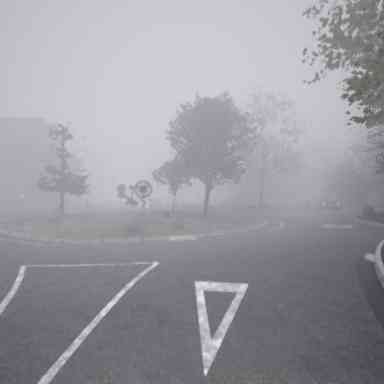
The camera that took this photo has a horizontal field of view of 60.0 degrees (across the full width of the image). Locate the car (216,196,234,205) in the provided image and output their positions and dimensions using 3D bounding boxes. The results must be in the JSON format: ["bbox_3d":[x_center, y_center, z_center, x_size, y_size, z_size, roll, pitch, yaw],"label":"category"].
[{"bbox_3d":[6.666,2.117,68.216,1.895,1.301,4.718,0,0,-4],"label":"car"}]

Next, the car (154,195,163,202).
[{"bbox_3d":[-7.967,1.618,79.746,1.882,1.535,5.008,0,0,-4],"label":"car"}]

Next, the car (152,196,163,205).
[{"bbox_3d":[-6.608,1.724,61.686,1.895,1.301,4.718,0,0,-4],"label":"car"}]

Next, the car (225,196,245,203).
[{"bbox_3d":[10.716,1.905,83.439,4.792,1.488,2.163,0,1,-4],"label":"car"}]

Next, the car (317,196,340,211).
[{"bbox_3d":[16.906,1.389,41.373,2.097,1.767,4.553,-1,0,11],"label":"car"}]

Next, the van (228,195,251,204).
[{"bbox_3d":[11.149,1.772,75.121,4.442,1.987,1.878,0,1,-4],"label":"van"}]

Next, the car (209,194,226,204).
[{"bbox_3d":[5.954,1.944,78.202,2.128,1.511,4.902,0,1,-4],"label":"car"}]
